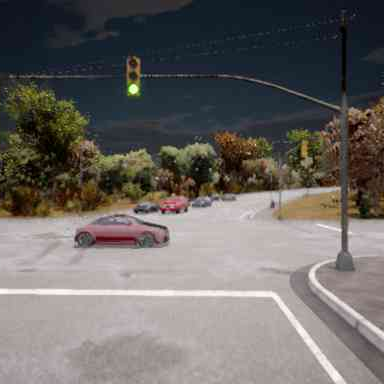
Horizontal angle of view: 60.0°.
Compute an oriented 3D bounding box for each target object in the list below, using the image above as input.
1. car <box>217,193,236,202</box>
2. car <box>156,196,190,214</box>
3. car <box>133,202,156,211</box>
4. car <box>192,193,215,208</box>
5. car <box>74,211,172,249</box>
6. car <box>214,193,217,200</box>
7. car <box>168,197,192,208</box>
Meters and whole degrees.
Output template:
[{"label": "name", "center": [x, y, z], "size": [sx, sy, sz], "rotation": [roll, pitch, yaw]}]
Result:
[{"label": "car", "center": [7.127, 1.094, 64.904], "size": [1.837, 1.490, 4.892], "rotation": [0, 3, 27]}, {"label": "car", "center": [-2.089, 1.610, 41.581], "size": [2.150, 2.045, 5.566], "rotation": [0, 0, 16]}, {"label": "car", "center": [-5.606, 1.948, 42.080], "size": [2.033, 1.411, 5.357], "rotation": [0, 0, 16]}, {"label": "car", "center": [1.559, 1.526, 52.530], "size": [2.097, 1.767, 4.553], "rotation": [0, 2, 21]}, {"label": "car", "center": [-3.128, 1.735, 15.124], "size": [4.181, 1.385, 1.994], "rotation": [0, -1, 3]}, {"label": "car", "center": [4.262, 1.085, 67.012], "size": [1.837, 1.490, 4.892], "rotation": [0, 3, 27]}, {"label": "car", "center": [-1.849, 1.690, 53.433], "size": [2.128, 1.511, 4.902], "rotation": [0, 1, 21]}]
